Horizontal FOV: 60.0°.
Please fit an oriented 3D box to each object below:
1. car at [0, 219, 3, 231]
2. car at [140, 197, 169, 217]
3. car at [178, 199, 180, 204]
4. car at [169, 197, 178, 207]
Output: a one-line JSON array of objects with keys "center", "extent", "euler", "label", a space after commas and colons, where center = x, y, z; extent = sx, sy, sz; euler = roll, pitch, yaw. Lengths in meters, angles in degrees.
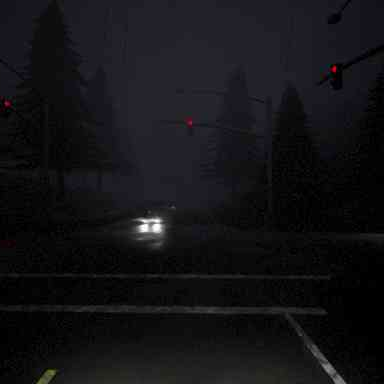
[{"center": [-11.610, 1.510, 15.952], "extent": [4.674, 1.442, 1.812], "euler": [0, 1, 1], "label": "car"}, {"center": [-3.650, 1.490, 31.093], "extent": [2.128, 1.511, 4.902], "euler": [0, 0, 0], "label": "car"}, {"center": [-4.100, 1.563, 61.663], "extent": [1.994, 1.385, 4.181], "euler": [0, 0, -39], "label": "car"}, {"center": [-4.119, 1.477, 52.746], "extent": [1.882, 1.535, 5.008], "euler": [1, 0, -14], "label": "car"}]
